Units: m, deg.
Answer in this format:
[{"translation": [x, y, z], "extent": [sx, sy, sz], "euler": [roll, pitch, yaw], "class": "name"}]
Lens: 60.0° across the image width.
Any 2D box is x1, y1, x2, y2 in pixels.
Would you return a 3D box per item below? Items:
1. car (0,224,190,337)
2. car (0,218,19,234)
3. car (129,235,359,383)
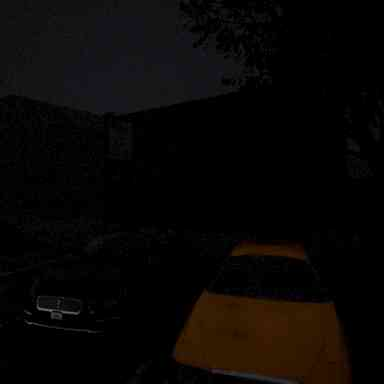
[{"translation": [-1.228, 1.487, 6.974], "extent": [2.231, 1.521, 4.892], "euler": [1, -1, 16], "class": "car"}, {"translation": [-8.550, 1.528, 12.209], "extent": [2.002, 1.452, 4.674], "euler": [1, -1, 16], "class": "car"}, {"translation": [1.160, 1.480, 5.045], "extent": [1.946, 1.575, 5.366], "euler": [1, -1, 16], "class": "car"}]
